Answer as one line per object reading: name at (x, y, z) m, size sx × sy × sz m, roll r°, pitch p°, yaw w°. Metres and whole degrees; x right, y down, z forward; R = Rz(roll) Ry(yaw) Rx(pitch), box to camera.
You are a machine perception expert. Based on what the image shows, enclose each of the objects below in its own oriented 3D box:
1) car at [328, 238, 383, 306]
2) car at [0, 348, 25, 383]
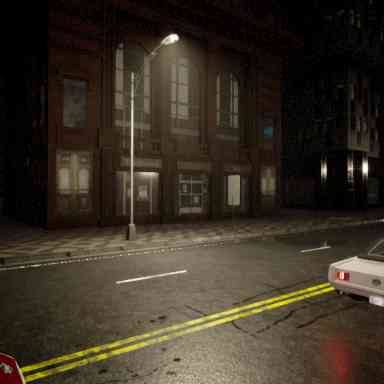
car at (5.031, 1.597, 7.026) m, size 4.718 × 1.301 × 1.895 m, roll 0°, pitch 0°, yaw -35°
car at (-3.037, 1.352, 1.274) m, size 4.553 × 1.767 × 2.097 m, roll 0°, pitch 0°, yaw -35°
